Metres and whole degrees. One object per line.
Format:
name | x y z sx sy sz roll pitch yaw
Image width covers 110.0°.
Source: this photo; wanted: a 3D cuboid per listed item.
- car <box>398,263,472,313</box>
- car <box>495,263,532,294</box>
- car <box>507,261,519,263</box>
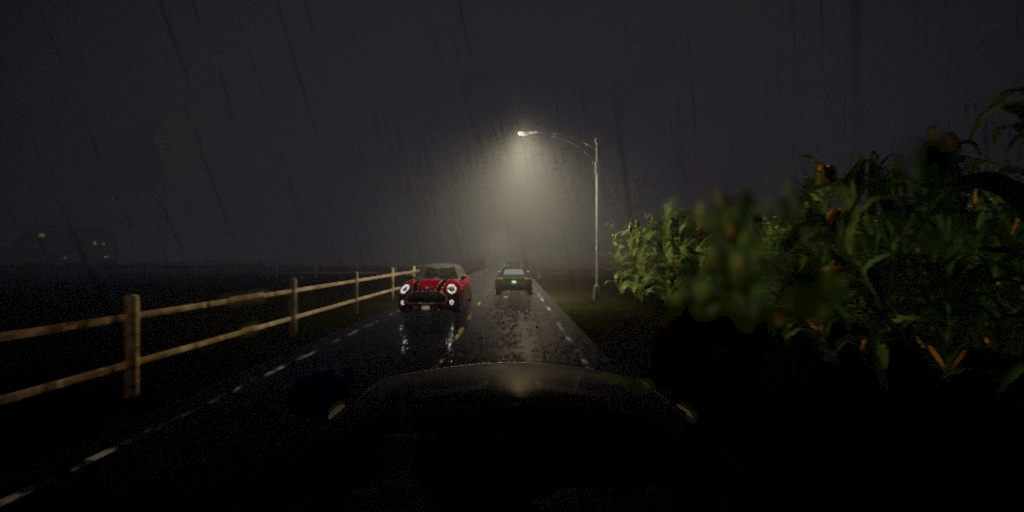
car | -2.806 1.094 13.966 2.097 1.767 4.553 0 0 0
car | 0.100 1.302 20.407 1.994 1.385 4.181 0 0 0
car | 0.109 1.265 38.667 2.033 1.411 5.357 0 0 0
